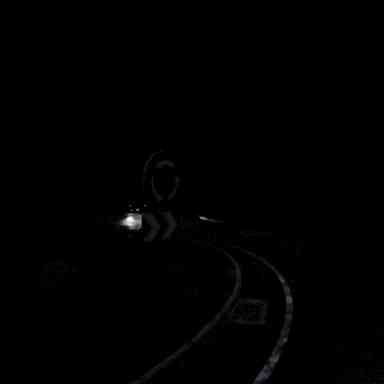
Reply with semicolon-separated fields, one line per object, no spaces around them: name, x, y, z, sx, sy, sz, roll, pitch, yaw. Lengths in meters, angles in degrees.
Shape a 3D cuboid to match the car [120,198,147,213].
car;-5.924;1.333;33.433;1.895;1.301;4.718;-1;1;-22
